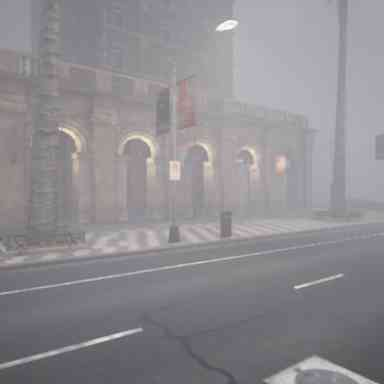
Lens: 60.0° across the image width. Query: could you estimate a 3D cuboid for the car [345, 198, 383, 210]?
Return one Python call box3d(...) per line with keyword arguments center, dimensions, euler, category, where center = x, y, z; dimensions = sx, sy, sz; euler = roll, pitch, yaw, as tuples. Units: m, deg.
box3d(center=(21.410, 1.450, 42.023), dimensions=(2.033, 1.411, 5.357), euler=(0, 0, -36), category="car")
